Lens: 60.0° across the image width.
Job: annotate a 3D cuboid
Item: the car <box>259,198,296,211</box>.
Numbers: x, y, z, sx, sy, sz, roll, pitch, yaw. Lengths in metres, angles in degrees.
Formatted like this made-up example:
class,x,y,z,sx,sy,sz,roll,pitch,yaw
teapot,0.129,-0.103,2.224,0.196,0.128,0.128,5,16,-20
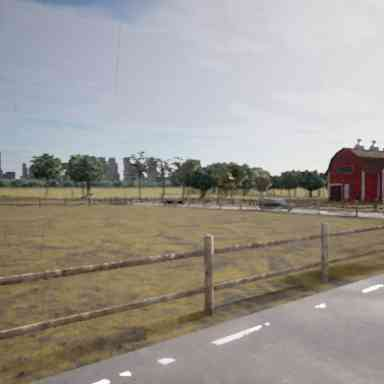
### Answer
class,x,y,z,sx,sy,sz,roll,pitch,yaw
car,10.245,1.461,40.245,1.837,1.490,4.892,-1,1,-35

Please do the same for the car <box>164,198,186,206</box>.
class,x,y,z,sx,sy,sz,roll,pitch,yaw
car,-3.011,1.749,59.091,1.895,1.301,4.718,-1,0,-35
